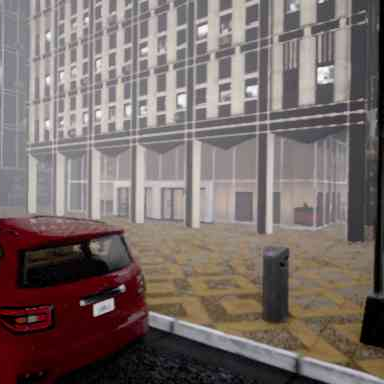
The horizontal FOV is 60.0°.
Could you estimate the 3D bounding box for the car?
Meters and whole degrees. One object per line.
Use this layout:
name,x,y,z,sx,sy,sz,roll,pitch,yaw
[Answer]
car,-2.878,1.288,4.915,5.009,1.841,2.192,0,1,35
